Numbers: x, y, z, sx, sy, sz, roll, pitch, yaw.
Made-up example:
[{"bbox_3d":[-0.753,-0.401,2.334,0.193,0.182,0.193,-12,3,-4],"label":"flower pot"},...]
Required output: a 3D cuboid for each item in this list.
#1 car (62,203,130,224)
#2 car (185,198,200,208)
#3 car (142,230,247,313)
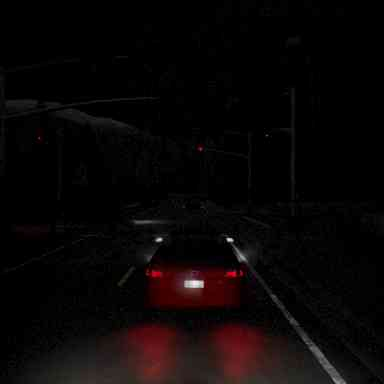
[{"bbox_3d":[-6.896,1.512,24.145,4.674,1.442,1.812,0,0,-15],"label":"car"},{"bbox_3d":[0.089,1.564,46.979,1.994,1.385,4.181,0,0,0],"label":"car"},{"bbox_3d":[0.060,1.564,7.762,1.994,1.385,4.181,0,0,1],"label":"car"}]
